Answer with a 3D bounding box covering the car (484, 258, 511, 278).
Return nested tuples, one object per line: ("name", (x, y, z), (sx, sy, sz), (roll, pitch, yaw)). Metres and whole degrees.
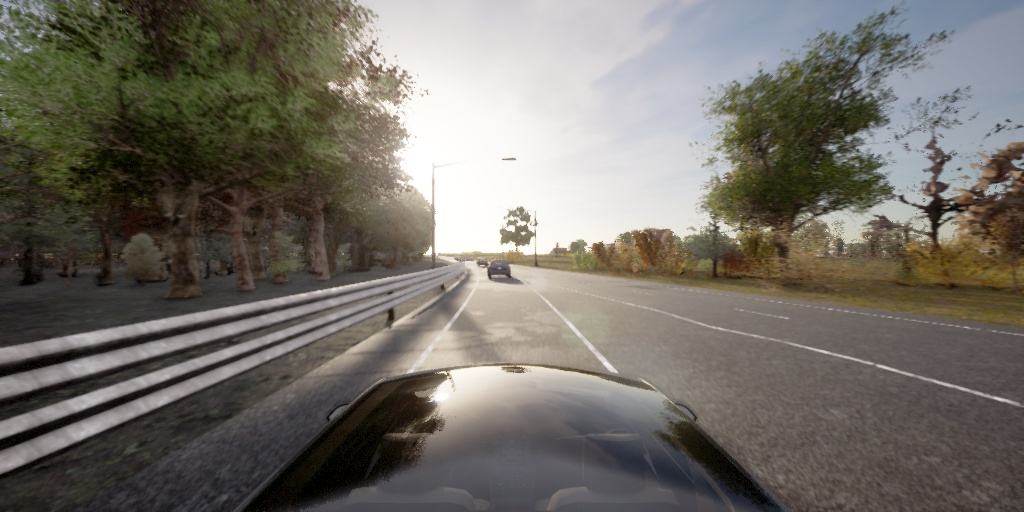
("car", (-1.312, 1.091, 34.178), (2.097, 1.767, 4.553), (0, 0, -5))
